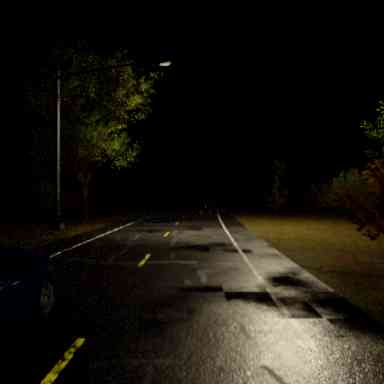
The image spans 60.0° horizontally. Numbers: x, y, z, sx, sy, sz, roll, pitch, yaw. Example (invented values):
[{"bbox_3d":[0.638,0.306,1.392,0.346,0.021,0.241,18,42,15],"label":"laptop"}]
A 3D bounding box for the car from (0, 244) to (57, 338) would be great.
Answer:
[{"bbox_3d":[-3.563,1.562,4.829,1.812,1.442,4.674,0,0,0],"label":"car"}]

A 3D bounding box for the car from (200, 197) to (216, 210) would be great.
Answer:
[{"bbox_3d":[2.140,1.831,49.022,2.128,1.511,4.902,0,0,4],"label":"car"}]
